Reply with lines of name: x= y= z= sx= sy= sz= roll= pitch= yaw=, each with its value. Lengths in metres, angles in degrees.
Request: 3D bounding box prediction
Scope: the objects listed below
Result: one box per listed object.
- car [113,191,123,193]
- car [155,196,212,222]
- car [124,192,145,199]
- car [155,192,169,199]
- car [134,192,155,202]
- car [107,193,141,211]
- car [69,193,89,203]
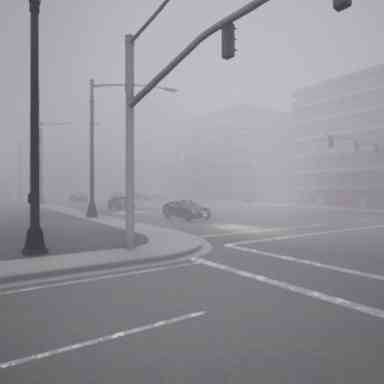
car: x=-14.515 y=0.668 z=64.582 sx=1.837 sy=1.490 sz=4.892 roll=0 pitch=1 yaw=-34
car: x=-0.469 y=1.336 z=25.235 sx=2.128 sy=1.511 sz=4.902 roll=0 pitch=1 yaw=-34
car: x=-11.625 y=0.705 z=66.557 sx=2.033 sy=1.411 sz=5.357 roll=0 pitch=1 yaw=-34
car: x=-5.743 y=0.812 z=57.949 sx=2.128 sy=1.511 sz=4.902 roll=0 pitch=1 yaw=-34
car: x=-8.633 y=0.804 z=55.974 sx=1.882 sy=1.535 sz=5.008 roll=0 pitch=1 yaw=-34
car: x=-7.593 y=1.176 z=35.667 sx=1.812 sy=1.442 sz=4.674 roll=0 pitch=1 yaw=-34
car: x=-16.835 y=0.837 z=49.274 sx=1.882 sy=1.535 sz=5.008 roll=0 pitch=1 yaw=-34
